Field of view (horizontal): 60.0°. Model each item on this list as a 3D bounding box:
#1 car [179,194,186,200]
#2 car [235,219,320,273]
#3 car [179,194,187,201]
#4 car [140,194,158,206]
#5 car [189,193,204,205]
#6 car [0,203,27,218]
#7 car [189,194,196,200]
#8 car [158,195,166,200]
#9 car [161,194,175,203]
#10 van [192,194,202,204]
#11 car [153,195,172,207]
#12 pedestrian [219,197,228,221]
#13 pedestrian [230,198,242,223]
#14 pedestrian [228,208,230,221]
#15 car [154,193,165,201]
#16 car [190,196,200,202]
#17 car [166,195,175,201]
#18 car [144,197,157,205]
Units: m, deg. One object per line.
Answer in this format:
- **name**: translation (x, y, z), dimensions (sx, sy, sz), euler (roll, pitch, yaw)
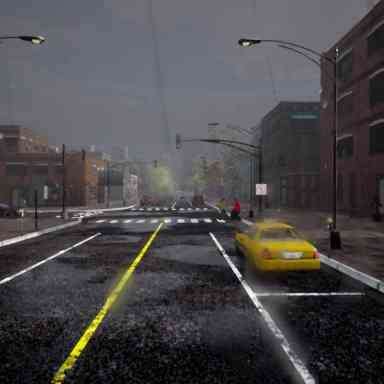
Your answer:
- **car**: translation (-2.461, 1.353, 90.225), dimensions (1.882, 1.535, 5.008), euler (0, 0, -2)
- **car**: translation (2.408, 1.523, 10.501), dimensions (1.752, 1.417, 4.829), euler (-1, 0, -2)
- **car**: translation (-2.178, 1.503, 79.813), dimensions (2.128, 1.511, 4.902), euler (0, 0, -2)
- **car**: translation (-7.158, 1.304, 53.679), dimensions (2.192, 1.841, 5.009), euler (-1, 0, -2)
- **car**: translation (1.067, 1.302, 59.450), dimensions (2.192, 1.841, 5.009), euler (-1, 0, -2)
- **car**: translation (-19.068, 1.792, 32.367), dimensions (5.357, 1.411, 2.033), euler (-1, 1, -2)
- **car**: translation (0.159, 1.418, 92.701), dimensions (1.967, 1.590, 4.097), euler (-1, 0, -2)
- **car**: translation (-8.217, 1.522, 92.472), dimensions (1.887, 1.381, 4.507), euler (-1, 0, -2)
- **car**: translation (-4.878, 1.462, 68.740), dimensions (1.882, 1.535, 5.008), euler (0, 0, -1)
- **van**: translation (0.916, 1.327, 64.992), dimensions (1.690, 1.788, 3.998), euler (-1, 0, -2)
- **car**: translation (-4.490, 1.552, 51.203), dimensions (1.994, 1.385, 4.181), euler (0, 0, -2)
- **pedestrian**: translation (2.401, 1.289, 25.014), dimensions (0.375, 1.860, 0.375), euler (-1, 1, -2)
- **pedestrian**: translation (3.123, 1.290, 23.689), dimensions (0.375, 1.860, 0.375), euler (-1, 1, -2)
- **pedestrian**: translation (3.059, 1.289, 24.580), dimensions (0.375, 1.860, 0.375), euler (-1, 1, -2)
- **car**: translation (-7.916, 1.296, 81.389), dimensions (2.192, 1.841, 5.009), euler (-1, 0, -2)
- **car**: translation (0.615, 1.534, 76.076), dimensions (2.008, 1.369, 4.403), euler (-1, 0, -2)
- **car**: translation (-5.202, 1.471, 80.637), dimensions (2.128, 1.511, 4.902), euler (0, 0, -2)
- **car**: translation (-7.308, 1.532, 59.221), dimensions (1.887, 1.381, 4.507), euler (-1, 0, -2)
